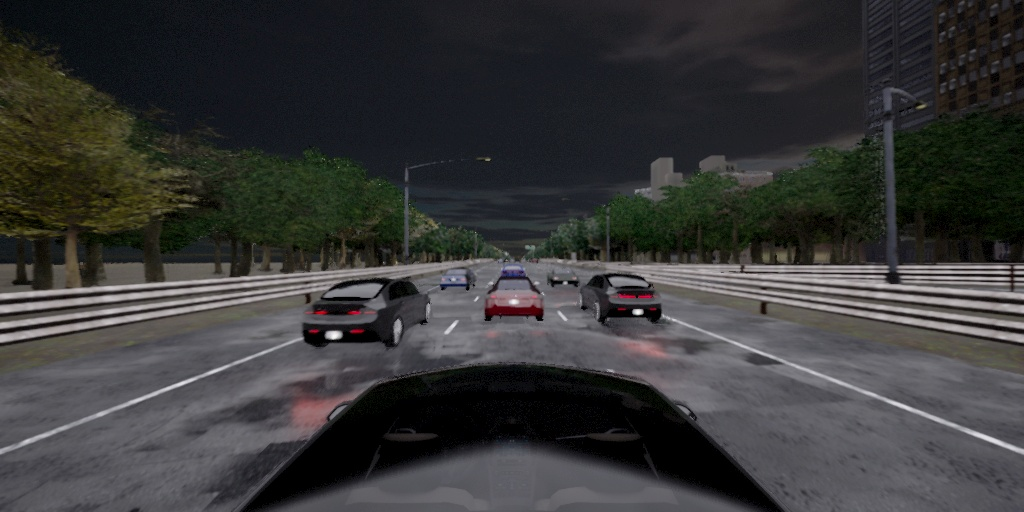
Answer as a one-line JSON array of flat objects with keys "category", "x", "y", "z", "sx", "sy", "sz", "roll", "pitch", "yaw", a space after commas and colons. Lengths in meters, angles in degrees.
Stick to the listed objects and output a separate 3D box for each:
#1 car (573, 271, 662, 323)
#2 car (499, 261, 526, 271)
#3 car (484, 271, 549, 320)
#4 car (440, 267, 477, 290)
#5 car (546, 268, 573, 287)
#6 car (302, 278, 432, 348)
[{"category": "car", "x": 3.569, "y": 1.341, "z": 12.546, "sx": 1.837, "sy": 1.490, "sz": 4.892, "roll": 0, "pitch": 0, "yaw": 0}, {"category": "car", "x": 0.077, "y": 1.410, "z": 29.129, "sx": 1.882, "sy": 1.535, "sz": 5.008, "roll": 0, "pitch": 0, "yaw": 0}, {"category": "car", "x": 0.073, "y": 1.403, "z": 13.043, "sx": 1.994, "sy": 1.385, "sz": 4.181, "roll": 0, "pitch": 0, "yaw": 0}, {"category": "car", "x": -3.459, "y": 1.458, "z": 23.789, "sx": 2.033, "sy": 1.411, "sz": 5.357, "roll": 0, "pitch": 0, "yaw": 0}, {"category": "car", "x": 3.560, "y": 1.522, "z": 26.083, "sx": 1.895, "sy": 1.301, "sz": 4.718, "roll": 0, "pitch": 0, "yaw": 0}, {"category": "car", "x": -3.452, "y": 1.316, "z": 9.430, "sx": 1.837, "sy": 1.490, "sz": 4.892, "roll": 0, "pitch": 0, "yaw": 1}]
